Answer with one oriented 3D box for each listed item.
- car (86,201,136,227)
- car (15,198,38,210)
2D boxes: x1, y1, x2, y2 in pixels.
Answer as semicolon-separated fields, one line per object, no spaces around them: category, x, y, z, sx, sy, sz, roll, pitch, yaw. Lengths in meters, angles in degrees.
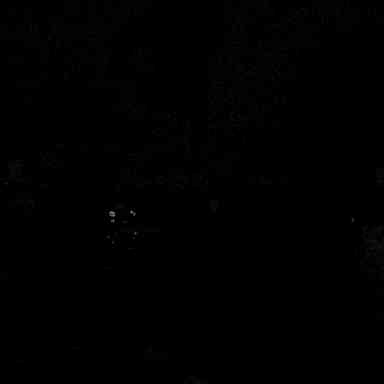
car;-5.849;1.460;23.936;2.097;1.767;4.553;1;-1;-39
car;-21.854;1.576;43.877;1.882;1.535;5.008;1;0;-39
